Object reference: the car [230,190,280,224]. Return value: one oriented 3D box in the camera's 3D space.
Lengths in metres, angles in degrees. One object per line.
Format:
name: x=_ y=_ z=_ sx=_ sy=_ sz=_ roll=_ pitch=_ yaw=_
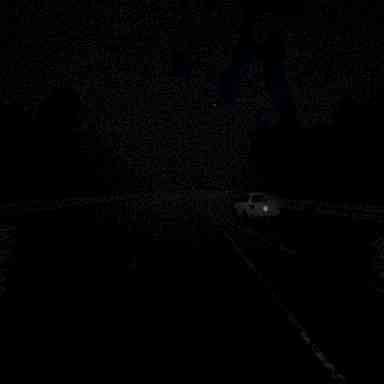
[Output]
car: x=4.394 y=1.080 z=23.352 sx=2.150 sy=2.045 sz=5.566 roll=0 pitch=0 yaw=-4
